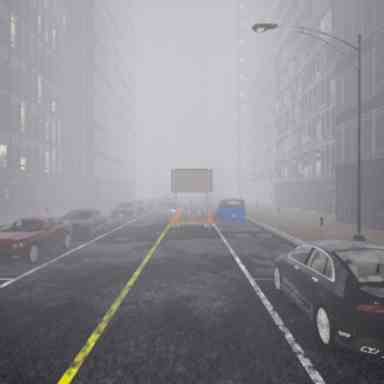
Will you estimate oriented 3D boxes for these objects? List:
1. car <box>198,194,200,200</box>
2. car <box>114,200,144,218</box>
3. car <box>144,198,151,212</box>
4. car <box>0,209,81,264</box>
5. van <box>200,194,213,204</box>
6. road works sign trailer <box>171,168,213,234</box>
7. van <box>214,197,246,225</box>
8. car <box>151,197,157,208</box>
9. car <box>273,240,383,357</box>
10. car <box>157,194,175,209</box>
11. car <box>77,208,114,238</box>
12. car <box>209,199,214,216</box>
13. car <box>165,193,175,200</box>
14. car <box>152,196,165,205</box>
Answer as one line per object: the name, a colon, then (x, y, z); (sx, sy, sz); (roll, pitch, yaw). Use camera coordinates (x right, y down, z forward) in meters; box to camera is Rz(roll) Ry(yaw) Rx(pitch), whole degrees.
car: (2.662, 1.322, 85.768); (2.008, 1.369, 4.403); (0, 0, 0)
car: (-5.703, 1.502, 28.796); (1.947, 1.339, 4.313); (0, 0, 0)
car: (-5.704, 1.467, 34.493); (1.887, 1.381, 4.507); (0, 0, 0)
car: (-5.698, 1.520, 11.706); (1.887, 1.381, 4.507); (0, 0, 0)
van: (2.669, 1.203, 57.283); (1.690, 1.788, 3.998); (0, 0, 0)
road works sign trailer: (-0.006, 0.423, 18.983); (2.380, 3.560, 2.880); (0, 0, 0)
van: (2.678, 1.290, 23.101); (1.690, 1.788, 3.998); (0, 0, 0)
car: (-5.708, 1.476, 45.887); (1.802, 1.307, 4.206); (0, 0, 0)
car: (2.684, 1.538, 6.011); (2.008, 1.369, 4.403); (0, 0, 0)
car: (-3.103, 1.378, 43.482); (1.882, 1.535, 5.008); (0, 0, 0)
car: (-5.699, 1.528, 17.403); (1.947, 1.339, 4.313); (0, 0, 0)
car: (2.678, 1.517, 28.798); (1.802, 1.307, 4.206); (0, 0, 0)
car: (-5.719, 1.087, 85.765); (2.192, 1.841, 5.009); (0, 0, 0)
car: (-5.711, 1.444, 57.282); (1.802, 1.307, 4.206); (0, 0, 0)
